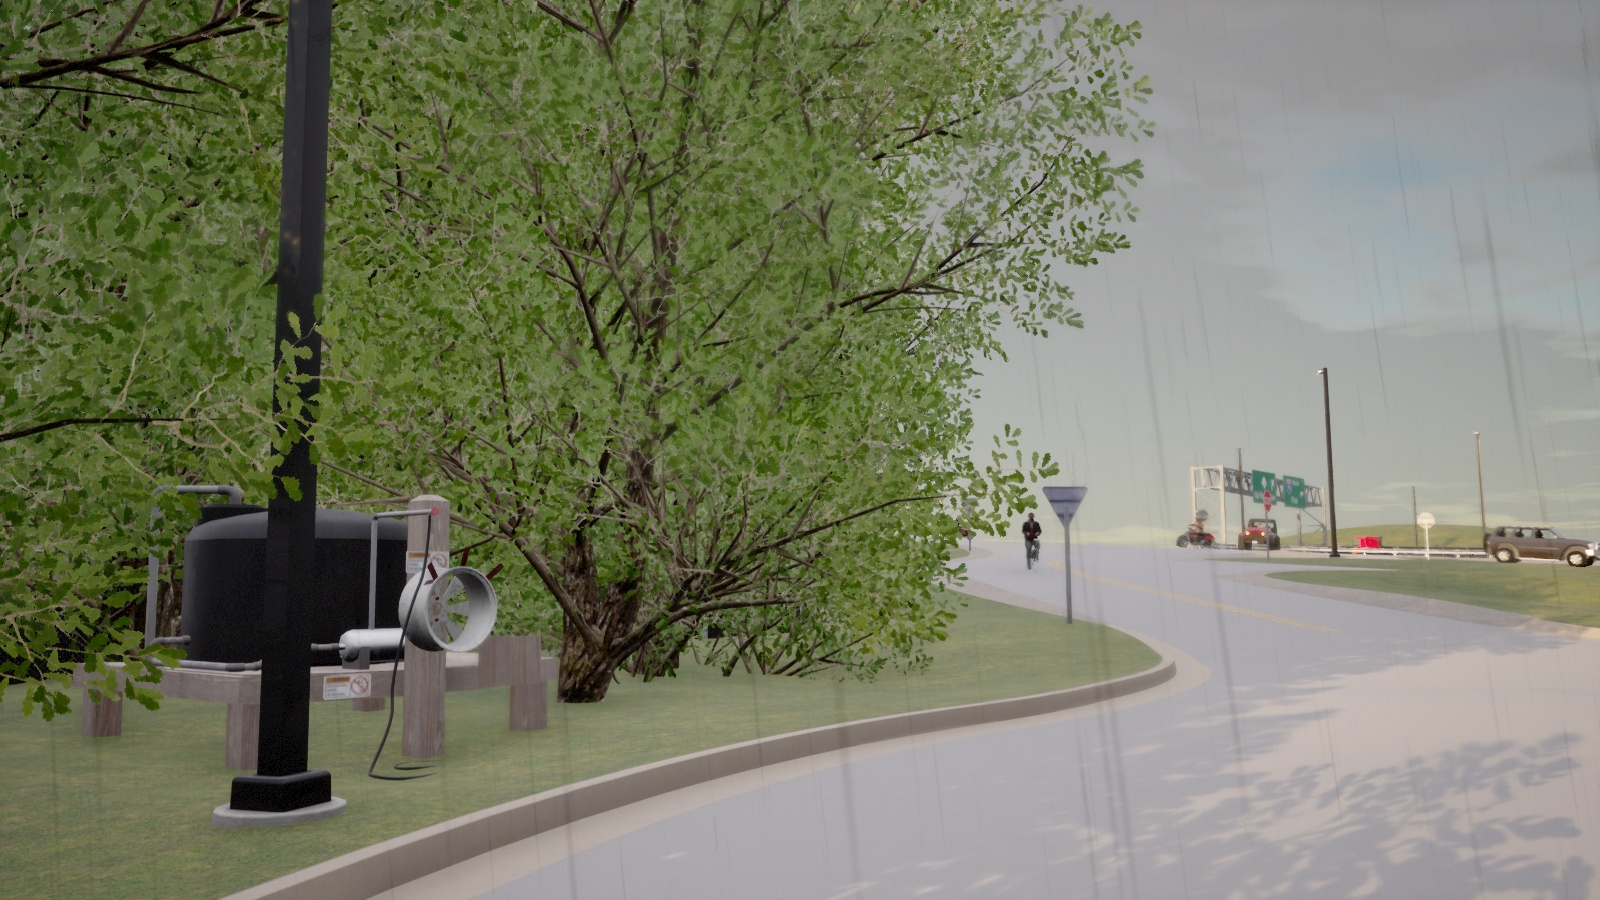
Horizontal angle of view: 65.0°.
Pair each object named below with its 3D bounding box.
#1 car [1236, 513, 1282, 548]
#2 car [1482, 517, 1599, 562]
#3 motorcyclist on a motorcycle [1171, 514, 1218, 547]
[{"bbox_3d":[26.137,4.605,71.469,1.905,1.878,3.866,0,-4,28],"label":"car"},{"bbox_3d":[33.891,4.088,57.260,4.605,1.855,1.932,-1,-5,41],"label":"car"},{"bbox_3d":[20.958,4.270,66.701,2.350,1.649,0.766,3,-3,-16],"label":"motorcyclist on a motorcycle"}]
